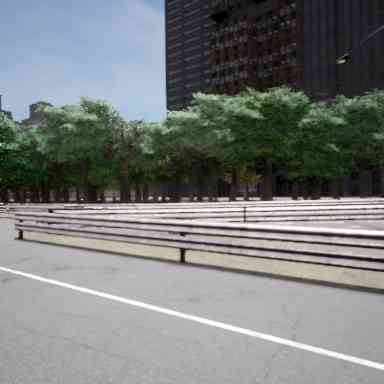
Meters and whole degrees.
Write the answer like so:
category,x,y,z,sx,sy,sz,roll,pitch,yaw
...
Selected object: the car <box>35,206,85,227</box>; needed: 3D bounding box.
category,x,y,z,sx,sy,sz,roll,pitch,yaw
car,-8.781,1.680,23.341,4.181,1.385,1.994,-1,0,15
